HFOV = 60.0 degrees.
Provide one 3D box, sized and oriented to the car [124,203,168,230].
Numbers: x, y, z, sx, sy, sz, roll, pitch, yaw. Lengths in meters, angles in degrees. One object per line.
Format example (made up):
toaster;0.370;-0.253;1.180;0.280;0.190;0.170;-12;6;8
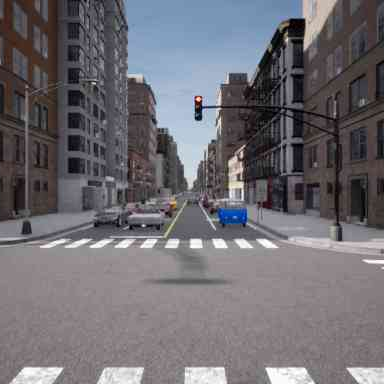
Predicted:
car;-2.798;1.600;21.173;1.895;1.301;4.718;0;0;-1

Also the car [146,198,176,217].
car;-2.816;1.562;31.146;1.994;1.385;4.181;0;0;0

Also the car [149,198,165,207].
car;-5.336;1.556;50.877;1.947;1.339;4.313;0;0;0

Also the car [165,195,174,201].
car;-5.307;1.409;79.285;1.967;1.590;4.097;0;0;0

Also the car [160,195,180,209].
car;-2.799;1.473;41.275;1.882;1.535;5.008;0;0;0

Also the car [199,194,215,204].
car;2.689;1.305;50.874;2.192;1.841;5.009;0;0;0

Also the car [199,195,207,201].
car;2.723;1.530;84.962;1.947;1.339;4.313;0;0;0

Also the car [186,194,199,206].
car;0.160;1.478;55.365;2.128;1.511;4.902;0;0;0

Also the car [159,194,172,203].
car;-5.319;1.292;67.921;2.192;1.841;5.009;0;0;0

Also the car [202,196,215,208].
car;2.683;1.576;45.193;1.802;1.307;4.206;0;0;0

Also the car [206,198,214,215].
car;2.671;1.580;33.830;1.802;1.307;4.206;0;0;0

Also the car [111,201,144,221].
car;-5.360;1.543;28.148;1.887;1.381;4.507;0;0;0

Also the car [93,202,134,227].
car;-5.365;1.549;22.467;2.008;1.369;4.403;0;0;0

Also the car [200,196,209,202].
car;2.712;1.524;73.599;2.008;1.369;4.403;0;0;0

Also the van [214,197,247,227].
van;2.660;1.340;22.467;1.690;1.788;3.998;0;0;0
